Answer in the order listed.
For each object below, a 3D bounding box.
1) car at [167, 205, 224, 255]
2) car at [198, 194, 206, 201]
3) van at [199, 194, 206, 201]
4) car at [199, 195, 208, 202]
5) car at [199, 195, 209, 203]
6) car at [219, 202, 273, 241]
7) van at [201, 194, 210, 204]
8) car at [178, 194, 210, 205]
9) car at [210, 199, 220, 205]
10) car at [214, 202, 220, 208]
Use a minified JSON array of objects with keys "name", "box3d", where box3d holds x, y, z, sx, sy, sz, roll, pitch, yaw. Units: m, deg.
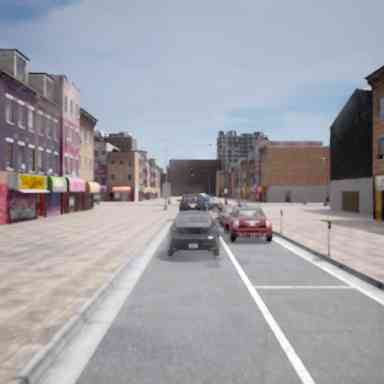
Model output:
[{"name":"car","box3d":[0.064,1.495,13.257,1.837,1.490,4.892,0,0,0]},{"name":"car","box3d":[2.620,1.390,88.053,2.192,1.841,5.009,0,0,0]},{"name":"van","box3d":[2.622,1.404,82.580,1.690,1.788,3.998,0,0,0]},{"name":"car","box3d":[2.623,1.492,77.104,1.967,1.590,4.097,0,0,0]},{"name":"car","box3d":[2.624,1.482,71.629,1.967,1.590,4.097,0,0,0]},{"name":"car","box3d":[2.634,1.427,16.433,1.967,1.590,4.097,0,0,0]},{"name":"van","box3d":[2.625,1.373,66.154,1.690,1.788,3.998,0,0,0]},{"name":"car","box3d":[0.061,1.203,27.545,2.150,2.045,5.566,0,0,0]},{"name":"car","box3d":[2.630,1.543,39.151,2.008,1.369,4.403,0,0,0]},{"name":"car","box3d":[2.633,1.566,22.113,1.802,1.307,4.206,0,0,0]}]
